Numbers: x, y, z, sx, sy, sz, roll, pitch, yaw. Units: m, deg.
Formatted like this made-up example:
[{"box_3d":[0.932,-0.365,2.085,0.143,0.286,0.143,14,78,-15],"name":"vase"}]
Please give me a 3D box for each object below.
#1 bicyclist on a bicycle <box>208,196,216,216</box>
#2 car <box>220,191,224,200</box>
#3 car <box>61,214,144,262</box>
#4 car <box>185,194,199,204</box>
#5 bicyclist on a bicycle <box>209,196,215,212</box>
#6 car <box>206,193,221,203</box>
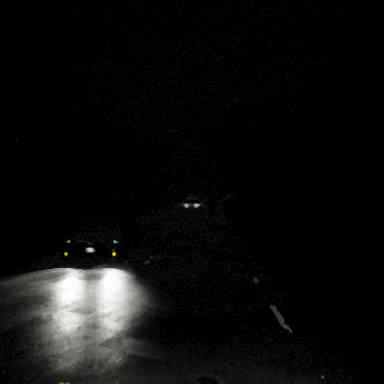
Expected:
[{"box_3d":[1.527,1.271,25.291,0.582,1.620,1.656,0,0,3],"name":"bicyclist on a bicycle"},{"box_3d":[5.822,1.044,75.387,1.882,1.535,5.008,0,0,8],"name":"car"},{"box_3d":[-2.914,1.478,11.657,1.994,1.385,4.181,0,0,2],"name":"car"},{"box_3d":[0.078,1.127,55.028,1.882,1.535,5.008,0,0,7],"name":"car"},{"box_3d":[2.076,1.211,34.232,0.582,1.620,1.656,0,0,4],"name":"bicyclist on a bicycle"},{"box_3d":[3.493,1.187,57.939,2.033,1.411,5.357,0,0,7],"name":"car"}]
